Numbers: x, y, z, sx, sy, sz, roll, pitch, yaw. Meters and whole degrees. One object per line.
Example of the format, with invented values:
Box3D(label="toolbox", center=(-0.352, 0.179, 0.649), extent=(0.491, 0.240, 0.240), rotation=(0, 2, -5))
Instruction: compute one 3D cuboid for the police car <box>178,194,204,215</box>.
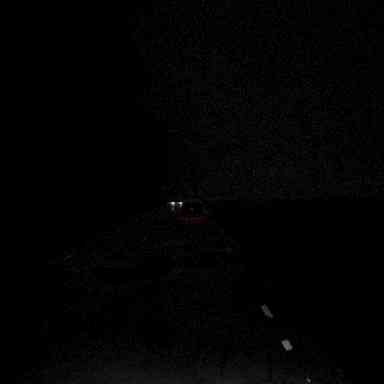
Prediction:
Box3D(label="police car", center=(0.030, 1.238, 30.737), extent=(1.930, 1.638, 5.238), rotation=(0, 0, 1))

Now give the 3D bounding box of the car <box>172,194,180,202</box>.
Box3D(label="car", center=(-2.743, 1.190, 63.788), extent=(1.812, 1.442, 4.674), rotation=(0, 0, 0))

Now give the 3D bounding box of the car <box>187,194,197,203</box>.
Box3D(label="car", center=(0.009, 1.194, 58.341), extent=(1.837, 1.490, 4.892), rotation=(0, -1, 0))
